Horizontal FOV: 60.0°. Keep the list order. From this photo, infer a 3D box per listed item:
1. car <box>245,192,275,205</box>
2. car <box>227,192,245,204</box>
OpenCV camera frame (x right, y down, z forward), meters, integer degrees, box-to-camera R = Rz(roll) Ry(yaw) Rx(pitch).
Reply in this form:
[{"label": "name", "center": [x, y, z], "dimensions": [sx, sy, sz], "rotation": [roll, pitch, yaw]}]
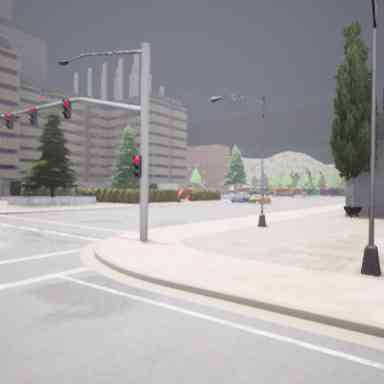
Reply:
[{"label": "car", "center": [10.518, 1.127, 51.259], "dimensions": [1.882, 1.535, 5.008], "rotation": [1, 0, 36]}, {"label": "car", "center": [7.978, 1.117, 53.710], "dimensions": [1.812, 1.442, 4.674], "rotation": [1, 0, 36]}]
